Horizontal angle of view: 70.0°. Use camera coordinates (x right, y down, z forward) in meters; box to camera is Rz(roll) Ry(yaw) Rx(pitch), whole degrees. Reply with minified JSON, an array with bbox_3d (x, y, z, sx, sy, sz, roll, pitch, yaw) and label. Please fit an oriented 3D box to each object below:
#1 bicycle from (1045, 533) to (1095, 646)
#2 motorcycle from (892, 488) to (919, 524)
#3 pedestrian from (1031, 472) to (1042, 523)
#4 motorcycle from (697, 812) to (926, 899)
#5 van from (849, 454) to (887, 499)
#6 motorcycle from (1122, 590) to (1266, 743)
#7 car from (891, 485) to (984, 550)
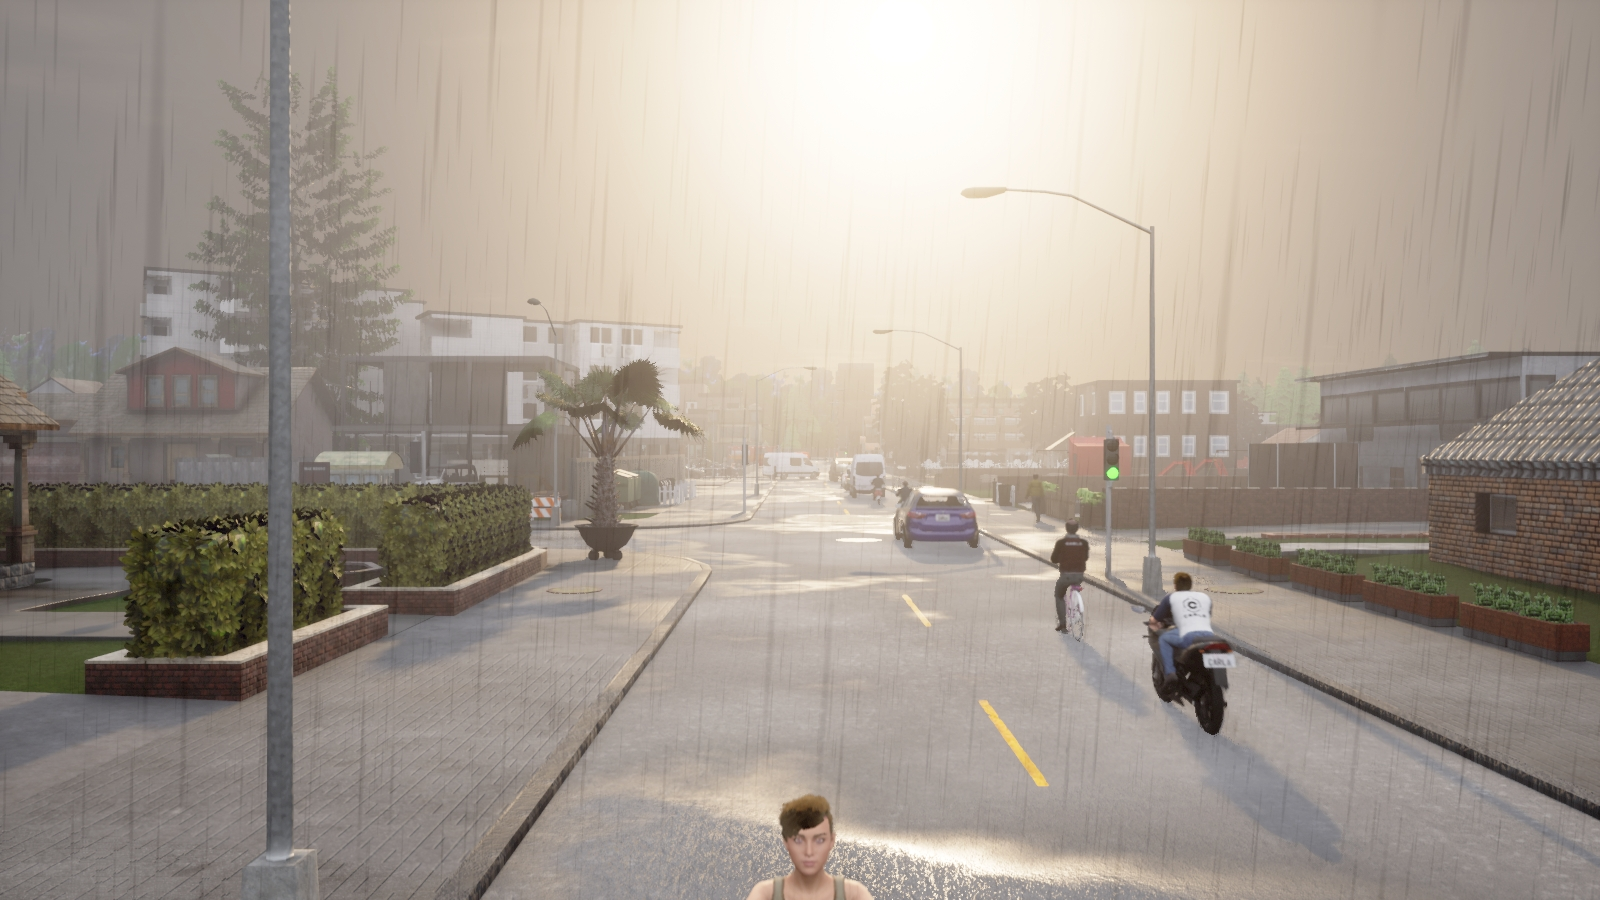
[{"bbox_3d":[4.044,2.060,17.225,0.329,1.471,1.835,0,0,0],"label":"bicycle"},{"bbox_3d":[4.030,2.142,43.864,0.856,1.316,1.805,0,0,0],"label":"motorcycle"},{"bbox_3d":[8.770,1.744,42.327,0.375,1.860,0.375,0,0,9],"label":"pedestrian"},{"bbox_3d":[0.039,2.154,3.564,0.764,1.307,2.356,0,0,0],"label":"motorcycle"},{"bbox_3d":[4.032,1.534,68.676,1.988,2.561,5.915,0,0,0],"label":"van"},{"bbox_3d":[4.030,2.186,11.885,0.803,1.199,2.033,0,0,0],"label":"motorcycle"},{"bbox_3d":[4.034,1.967,34.363,2.242,1.667,4.611,0,0,0],"label":"car"}]
